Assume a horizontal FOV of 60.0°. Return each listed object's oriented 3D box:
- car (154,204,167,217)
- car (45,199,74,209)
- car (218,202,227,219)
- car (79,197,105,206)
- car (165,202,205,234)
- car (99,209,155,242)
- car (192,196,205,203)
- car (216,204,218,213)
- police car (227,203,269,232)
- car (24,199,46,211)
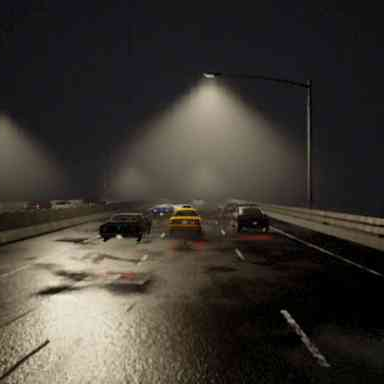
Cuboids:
[{"bbox_3d":[-2.996,1.923,35.525,1.895,1.301,4.718,0,-1,1],"label":"car"},{"bbox_3d":[-16.997,1.929,43.795,1.812,1.442,4.674,0,-1,2],"label":"car"},{"bbox_3d":[3.835,1.797,32.446,1.837,1.490,4.892,0,-1,1],"label":"car"},{"bbox_3d":[-13.458,1.643,45.375,2.150,2.045,5.566,0,-1,2],"label":"car"},{"bbox_3d":[-0.288,1.633,20.257,1.801,1.575,5.366,0,-1,2],"label":"car"},{"bbox_3d":[-3.290,1.752,17.395,1.895,1.301,4.718,0,-1,1],"label":"car"},{"bbox_3d":[1.263,1.831,62.155,2.150,2.045,5.566,0,0,2],"label":"car"},{"bbox_3d":[4.086,2.004,43.395,1.895,1.301,4.718,0,-1,1],"label":"car"},{"bbox_3d":[3.655,1.616,21.636,1.930,1.638,5.238,0,-1,1],"label":"police car"},{"bbox_3d":[-20.478,1.761,44.495,2.097,1.767,4.553,0,-1,2],"label":"car"}]
